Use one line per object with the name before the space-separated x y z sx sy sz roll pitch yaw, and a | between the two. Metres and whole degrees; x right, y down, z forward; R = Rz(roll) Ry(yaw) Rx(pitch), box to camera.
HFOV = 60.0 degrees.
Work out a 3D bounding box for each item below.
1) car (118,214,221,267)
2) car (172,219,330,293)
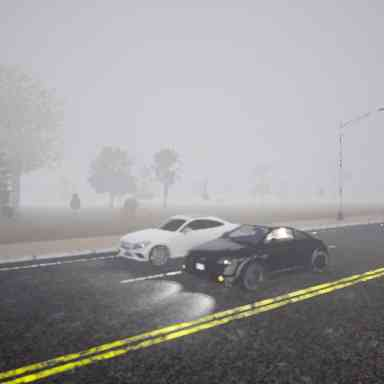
car | -0.206 1.528 11.506 4.674 1.442 1.812 0 0 -35
car | 1.821 1.566 8.955 4.181 1.385 1.994 0 0 -35
